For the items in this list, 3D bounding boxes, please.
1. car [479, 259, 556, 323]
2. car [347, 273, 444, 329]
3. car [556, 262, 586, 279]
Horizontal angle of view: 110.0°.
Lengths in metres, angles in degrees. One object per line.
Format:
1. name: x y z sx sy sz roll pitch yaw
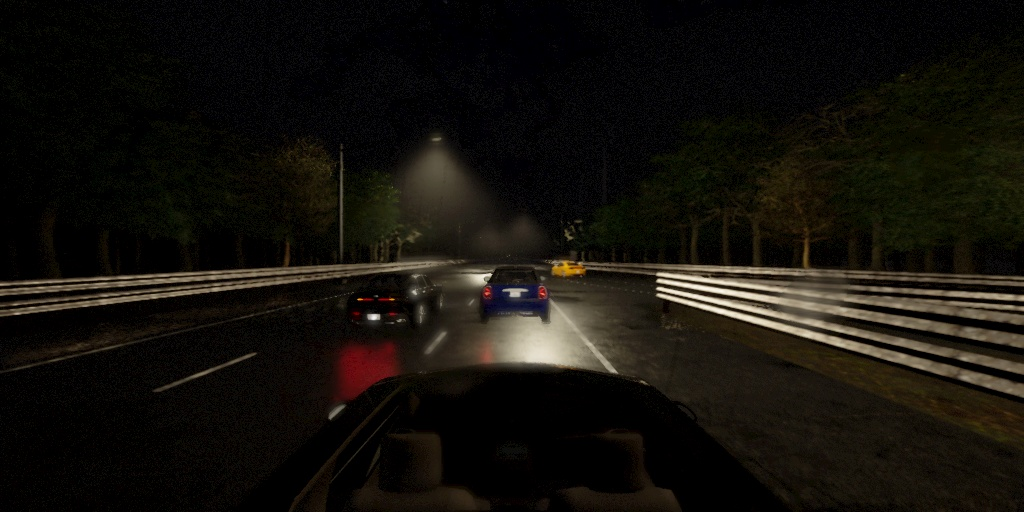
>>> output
1. car: 0.096 1.107 12.239 2.097 1.767 4.553 0 0 0
2. car: -3.402 1.258 11.267 1.837 1.490 4.892 0 0 0
3. car: 5.341 1.309 34.318 1.882 1.535 5.008 0 0 -12
